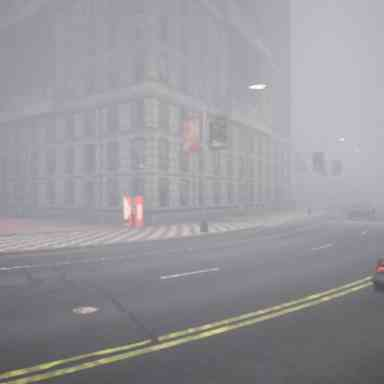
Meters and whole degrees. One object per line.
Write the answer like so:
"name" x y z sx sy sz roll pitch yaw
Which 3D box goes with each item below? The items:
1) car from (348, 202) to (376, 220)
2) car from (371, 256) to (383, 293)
"car" 16.039 1.732 31.330 1.882 1.535 5.008 0 -1 34
"car" 6.123 1.609 7.768 5.357 1.411 2.033 0 -1 -40
